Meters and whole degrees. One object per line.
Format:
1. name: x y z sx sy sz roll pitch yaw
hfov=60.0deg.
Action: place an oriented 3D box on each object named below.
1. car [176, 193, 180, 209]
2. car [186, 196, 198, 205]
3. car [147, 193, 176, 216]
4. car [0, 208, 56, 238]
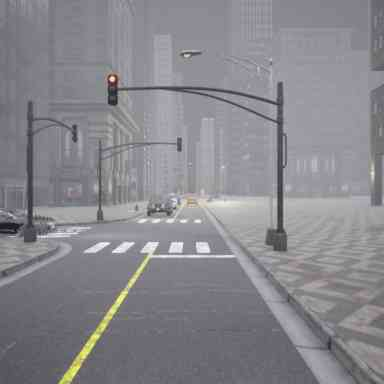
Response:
1. car: -3.088 1.223 43.627 2.150 2.045 5.566 0 0 0
2. car: 0.012 1.489 57.607 1.882 1.535 5.008 0 0 0
3. car: -3.088 1.221 32.928 2.150 2.045 5.566 0 0 0
4. car: -9.739 1.613 17.606 4.902 1.511 2.128 -1 0 5
